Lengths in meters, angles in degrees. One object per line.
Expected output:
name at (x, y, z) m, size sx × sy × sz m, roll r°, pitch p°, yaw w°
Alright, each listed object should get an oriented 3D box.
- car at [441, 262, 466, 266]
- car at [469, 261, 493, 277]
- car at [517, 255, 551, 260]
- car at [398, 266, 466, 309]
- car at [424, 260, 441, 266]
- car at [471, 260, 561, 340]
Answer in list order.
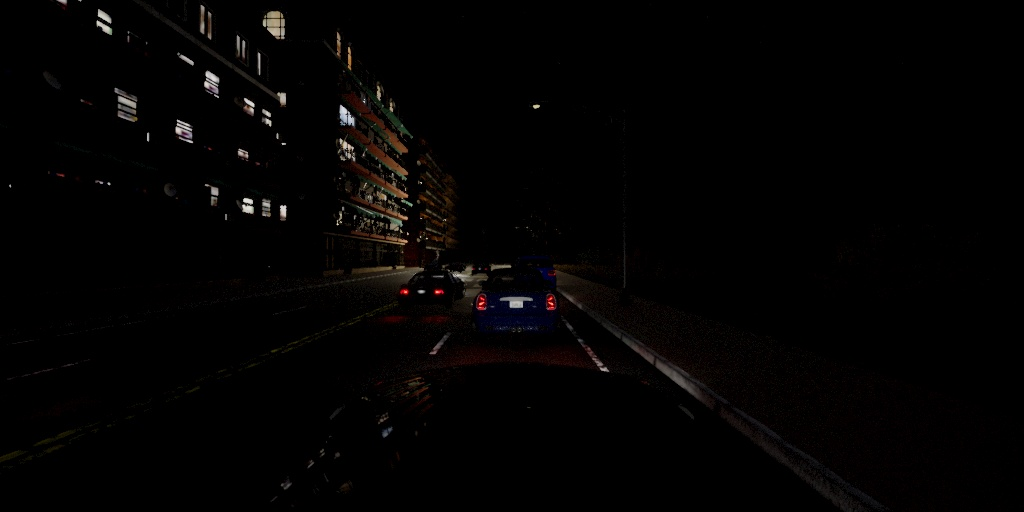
car at (-6.601, 1.352, 41.788) m, size 1.895 × 1.301 × 4.718 m, roll 0°, pitch 0°, yaw 0°
car at (-3.150, 1.300, 37.614) m, size 2.033 × 1.411 × 5.357 m, roll 0°, pitch 0°, yaw 0°
car at (1.136, 0.977, 19.736) m, size 2.150 × 2.045 × 5.566 m, roll 0°, pitch 0°, yaw 0°
car at (-3.150, 1.299, 14.990) m, size 2.033 × 1.411 × 5.357 m, roll 0°, pitch 0°, yaw 0°
car at (-9.849, 1.277, 45.090) m, size 1.812 × 1.442 × 4.674 m, roll 0°, pitch 0°, yaw 0°
car at (0.097, 1.103, 10.161) m, size 2.097 × 1.767 × 4.553 m, roll 0°, pitch 0°, yaw 0°
